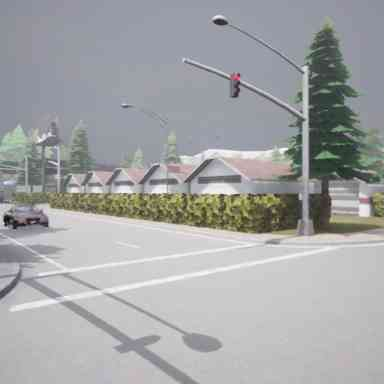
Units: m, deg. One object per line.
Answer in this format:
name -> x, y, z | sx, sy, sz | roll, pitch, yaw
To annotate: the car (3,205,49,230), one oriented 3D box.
car -> -10.499, 1.541, 20.989 | 1.994, 1.385, 4.181 | 0, 1, -39
